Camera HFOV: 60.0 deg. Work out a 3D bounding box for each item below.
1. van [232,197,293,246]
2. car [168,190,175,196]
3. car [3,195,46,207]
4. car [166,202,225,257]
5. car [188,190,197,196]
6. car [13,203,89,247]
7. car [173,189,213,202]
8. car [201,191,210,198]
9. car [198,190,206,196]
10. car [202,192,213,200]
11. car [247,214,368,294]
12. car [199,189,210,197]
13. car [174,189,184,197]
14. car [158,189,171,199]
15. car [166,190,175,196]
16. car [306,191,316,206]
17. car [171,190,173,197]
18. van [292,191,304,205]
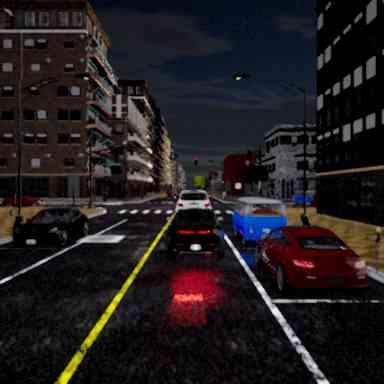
[{"bbox_3d":[2.678,1.130,13.859,1.690,1.788,3.998,0,1,0],"label":"van"},{"bbox_3d":[-5.577,0.211,91.715,1.752,1.417,4.829,0,1,0],"label":"car"},{"bbox_3d":[-17.423,0.995,34.695,4.206,1.307,1.802,0,0,0],"label":"car"},{"bbox_3d":[0.113,1.319,12.052,1.837,1.490,4.892,0,1,0],"label":"car"},{"bbox_3d":[0.103,0.316,85.034,2.033,1.411,5.357,0,1,0],"label":"car"},{"bbox_3d":[-5.670,1.350,13.898,1.947,1.339,4.313,0,1,0],"label":"car"},{"bbox_3d":[0.117,0.886,22.047,2.150,2.045,5.566,0,1,0],"label":"car"},{"bbox_3d":[2.777,0.567,69.722,1.802,1.307,4.206,0,1,0],"label":"car"},{"bbox_3d":[2.804,0.238,91.876,2.008,1.369,4.403,0,1,0],"label":"car"},{"bbox_3d":[2.764,0.662,58.814,1.752,1.417,4.829,0,1,0],"label":"car"},{"bbox_3d":[2.671,1.456,8.174,1.802,1.307,4.206,0,1,0],"label":"car"},{"bbox_3d":[2.785,0.224,75.257,2.192,1.841,5.009,0,1,0],"label":"car"},{"bbox_3d":[-2.907,0.236,77.178,2.097,1.767,4.553,0,1,0],"label":"car"},{"bbox_3d":[-5.610,0.586,64.021,1.752,1.417,4.829,0,1,0],"label":"car"},{"bbox_3d":[-5.584,0.307,86.347,2.008,1.369,4.403,0,1,0],"label":"car"},{"bbox_3d":[14.965,0.832,34.734,5.009,1.841,2.192,0,0,0],"label":"car"},{"bbox_3d":[-5.596,0.221,75.266,2.192,1.841,5.009,0,1,0],"label":"car"},{"bbox_3d":[14.952,0.771,43.113,3.998,1.788,1.690,0,0,0],"label":"van"}]
